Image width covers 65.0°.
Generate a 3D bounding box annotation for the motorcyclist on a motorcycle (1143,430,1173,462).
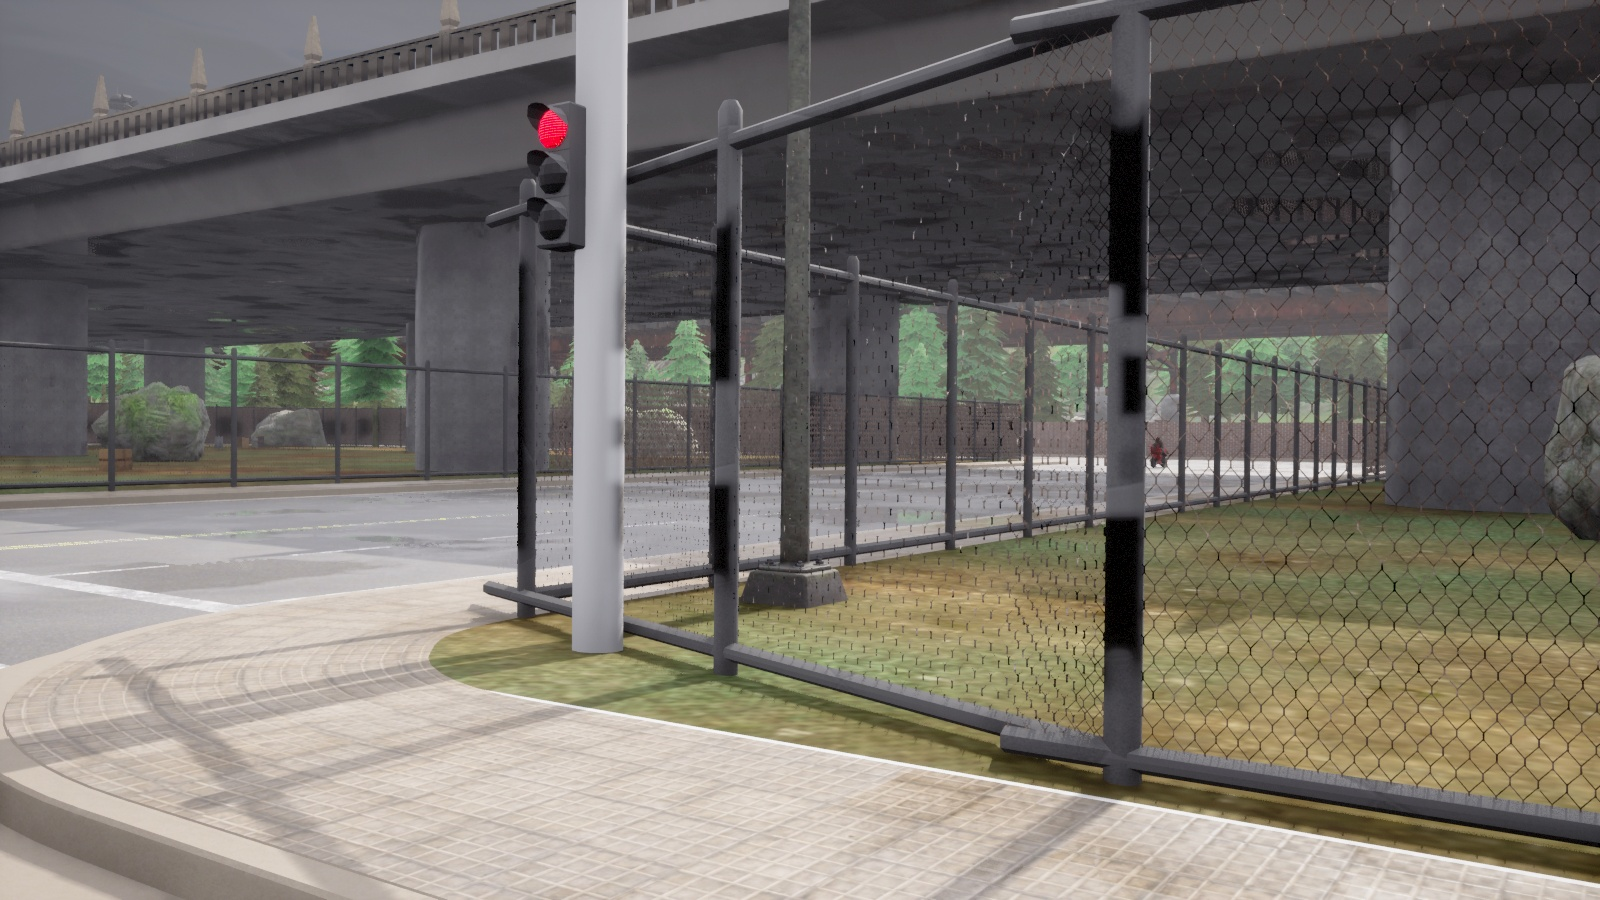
[{"bbox_3d":[17.006,-0.200,59.690,0.797,1.523,2.044,0,1,33],"label":"motorcyclist on a motorcycle"}]
